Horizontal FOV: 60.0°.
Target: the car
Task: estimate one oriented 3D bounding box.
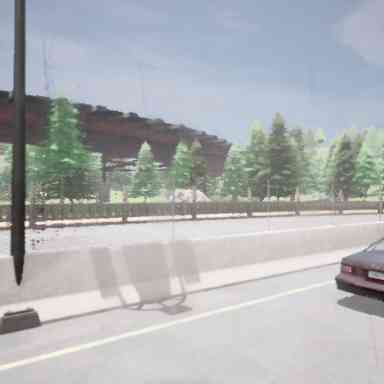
[{"bbox_3d":[5.509,1.627,7.706,5.357,1.411,2.033,1,0,-35],"label":"car"}]
